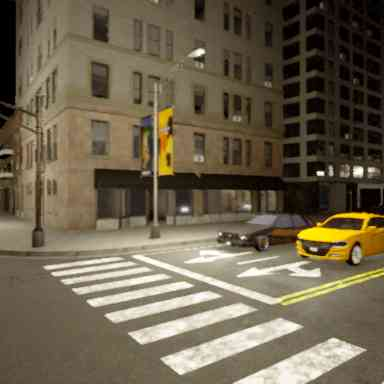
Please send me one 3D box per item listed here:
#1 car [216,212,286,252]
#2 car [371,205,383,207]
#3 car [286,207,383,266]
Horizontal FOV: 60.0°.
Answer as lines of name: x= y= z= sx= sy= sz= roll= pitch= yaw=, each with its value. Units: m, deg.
car: x=3.667 y=1.604 z=14.323 sx=5.357 sy=1.411 sz=2.033 roll=0 pitch=0 yaw=-32
car: x=11.549 y=1.553 z=20.043 sx=4.892 sy=1.490 sz=1.837 roll=0 pitch=0 yaw=-36
car: x=5.791 y=1.512 z=11.892 sx=5.008 sy=1.535 sz=1.882 roll=0 pitch=0 yaw=-37
